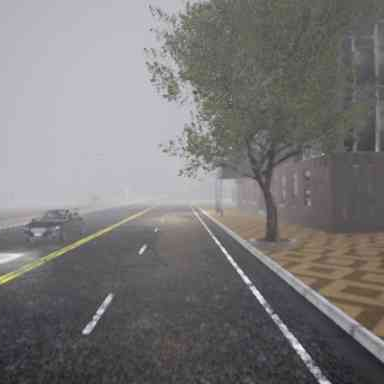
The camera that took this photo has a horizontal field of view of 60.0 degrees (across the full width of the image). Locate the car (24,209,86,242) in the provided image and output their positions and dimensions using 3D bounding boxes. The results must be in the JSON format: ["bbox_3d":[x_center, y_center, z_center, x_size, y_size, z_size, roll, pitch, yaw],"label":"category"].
[{"bbox_3d":[-7.115,1.689,17.687,2.128,1.511,4.902,-1,0,-1],"label":"car"}]
